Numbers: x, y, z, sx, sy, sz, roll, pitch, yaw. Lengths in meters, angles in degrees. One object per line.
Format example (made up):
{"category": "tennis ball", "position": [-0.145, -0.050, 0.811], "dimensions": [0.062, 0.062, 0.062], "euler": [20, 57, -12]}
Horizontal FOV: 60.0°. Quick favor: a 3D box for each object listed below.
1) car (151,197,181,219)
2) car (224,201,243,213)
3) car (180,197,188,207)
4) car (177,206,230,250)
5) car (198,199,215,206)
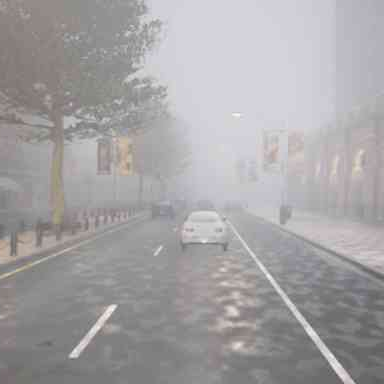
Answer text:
{"category": "car", "position": [-2.286, 1.473, 28.837], "dimensions": [1.882, 1.535, 5.008], "euler": [0, -1, 2]}
{"category": "car", "position": [4.755, 1.645, 38.447], "dimensions": [1.895, 1.301, 4.718], "euler": [0, 0, 2]}
{"category": "car", "position": [-1.587, 1.484, 46.210], "dimensions": [1.882, 1.535, 5.008], "euler": [0, 0, 2]}
{"category": "car", "position": [0.535, 1.536, 14.318], "dimensions": [1.812, 1.442, 4.674], "euler": [0, 0, 2]}
{"category": "car", "position": [1.190, 1.567, 28.139], "dimensions": [2.033, 1.411, 5.357], "euler": [0, 0, 2]}
